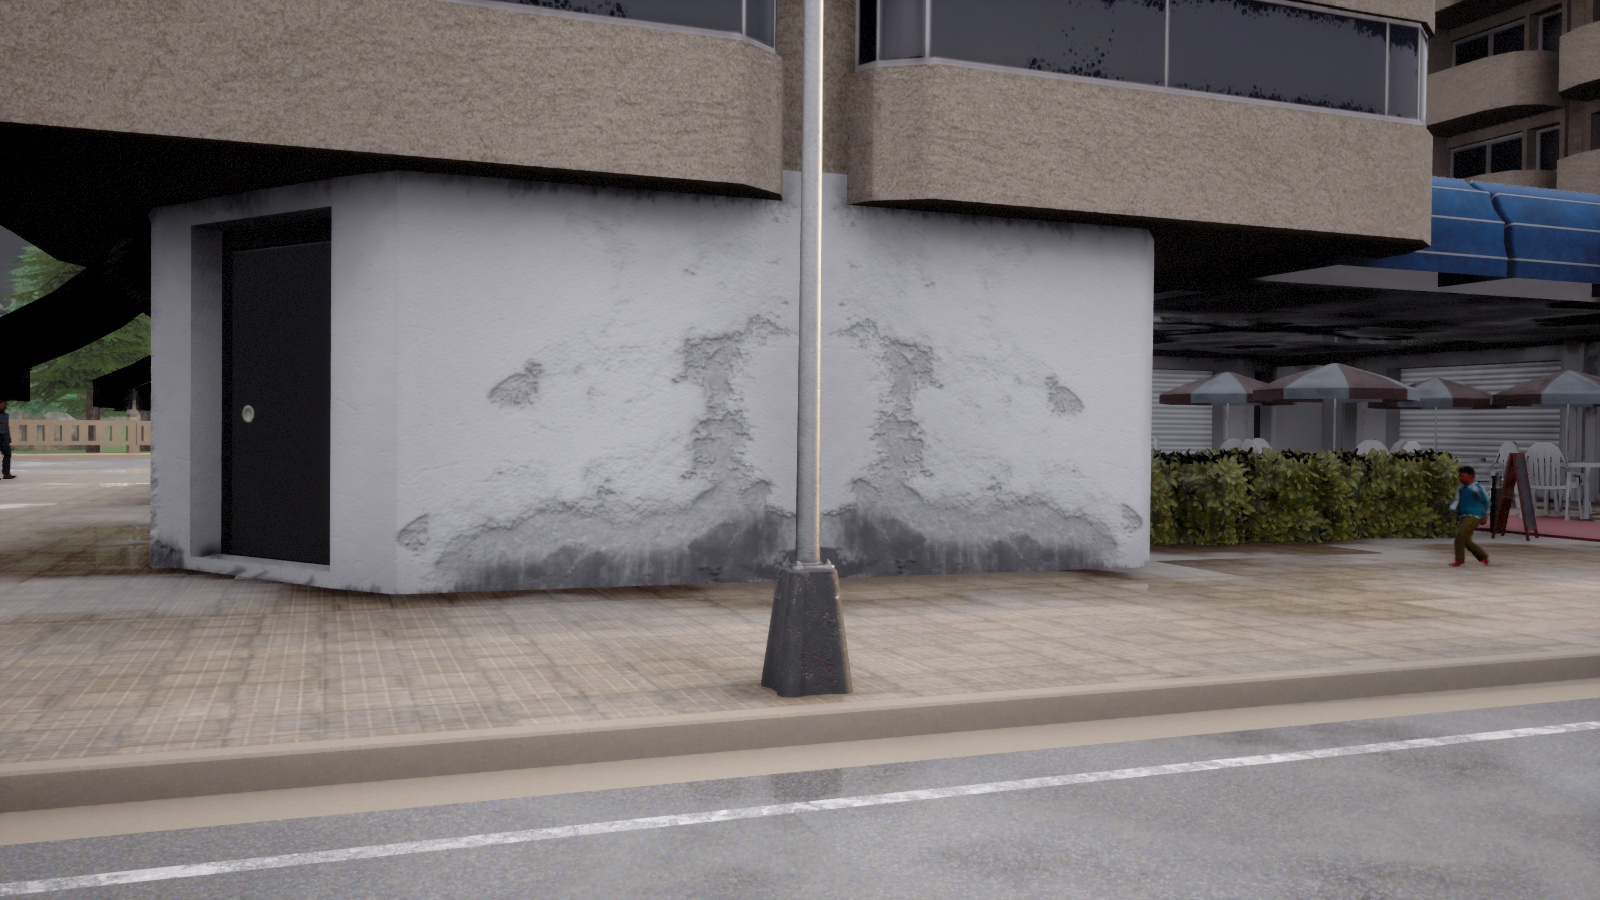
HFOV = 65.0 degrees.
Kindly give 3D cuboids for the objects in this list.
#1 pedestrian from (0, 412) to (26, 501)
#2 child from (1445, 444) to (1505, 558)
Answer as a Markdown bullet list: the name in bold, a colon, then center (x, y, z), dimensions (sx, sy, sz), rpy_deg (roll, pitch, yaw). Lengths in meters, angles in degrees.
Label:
- **pedestrian**: center (-17.705, 0.135, 27.852), dimensions (0.788, 1.949, 0.423), rpy_deg (0, 1, 11)
- **child**: center (7.204, 0.539, 13.417), dimensions (0.448, 1.192, 0.343), rpy_deg (-1, 1, -5)
